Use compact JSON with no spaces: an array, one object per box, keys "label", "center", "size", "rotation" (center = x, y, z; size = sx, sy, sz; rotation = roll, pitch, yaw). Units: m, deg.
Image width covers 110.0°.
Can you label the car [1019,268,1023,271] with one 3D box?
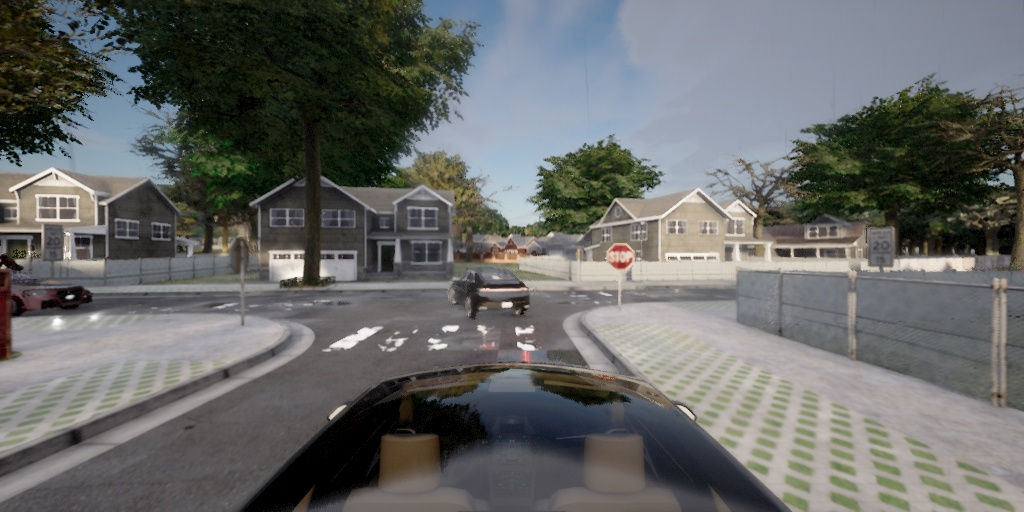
[{"label":"car","center":[35.503,1.053,23.257],"size":[4.553,1.767,2.097],"rotation":[0,1,-17]}]

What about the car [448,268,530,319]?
[{"label":"car","center":[-0.952,1.160,12.624],"size":[2.128,1.511,4.902],"rotation":[1,1,-20]}]

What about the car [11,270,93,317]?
[{"label":"car","center":[-16.208,1.127,11.176],"size":[4.181,1.385,1.994],"rotation":[0,0,-12]}]

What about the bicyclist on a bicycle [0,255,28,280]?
[{"label":"bicyclist on a bicycle","center":[-22.340,0.783,15.894],"size":[0.582,1.620,1.656],"rotation":[0,1,-12]}]
